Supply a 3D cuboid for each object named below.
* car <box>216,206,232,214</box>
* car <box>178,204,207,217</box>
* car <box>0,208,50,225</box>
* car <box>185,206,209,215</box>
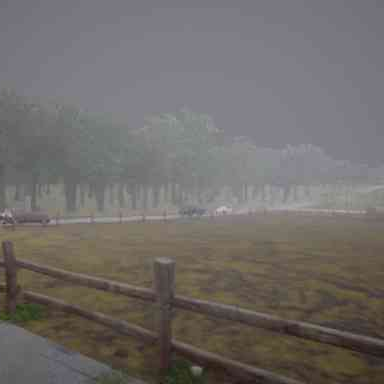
[{"bbox_3d":[6.512,3.669,67.654,1.812,1.442,4.674,2,0,35],"label":"car"},{"bbox_3d":[-0.081,3.174,58.250,2.150,2.045,5.566,2,0,36],"label":"car"},{"bbox_3d":[-17.080,2.451,34.264,2.097,1.767,4.553,2,-1,35],"label":"car"},{"bbox_3d":[0.991,3.502,64.608,2.128,1.511,4.902,2,0,35],"label":"car"}]
